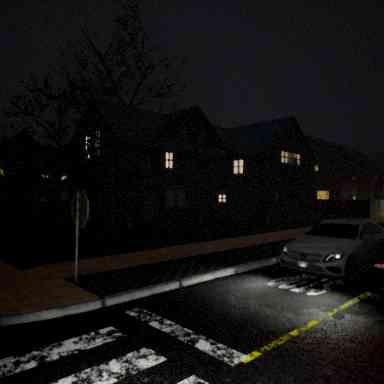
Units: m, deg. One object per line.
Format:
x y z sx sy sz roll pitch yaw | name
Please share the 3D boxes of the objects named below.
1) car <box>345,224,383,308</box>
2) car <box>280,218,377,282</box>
5.306 1.481 6.787 4.902 1.511 2.128 0 0 -42 | car
4.496 1.533 9.896 4.674 1.442 1.812 0 0 -42 | car
